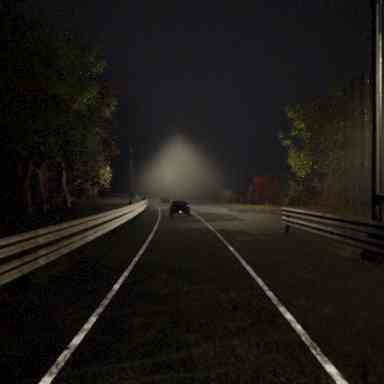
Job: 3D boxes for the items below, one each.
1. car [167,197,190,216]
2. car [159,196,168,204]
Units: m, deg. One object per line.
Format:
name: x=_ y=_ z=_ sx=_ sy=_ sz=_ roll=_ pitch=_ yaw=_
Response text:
car: x=-1.244 y=1.523 z=32.324 sx=1.837 sy=1.490 sz=4.892 roll=0 pitch=0 yaw=-5
car: x=-5.210 y=1.546 z=63.813 sx=2.033 sy=1.411 sz=5.357 roll=0 pitch=0 yaw=-11
